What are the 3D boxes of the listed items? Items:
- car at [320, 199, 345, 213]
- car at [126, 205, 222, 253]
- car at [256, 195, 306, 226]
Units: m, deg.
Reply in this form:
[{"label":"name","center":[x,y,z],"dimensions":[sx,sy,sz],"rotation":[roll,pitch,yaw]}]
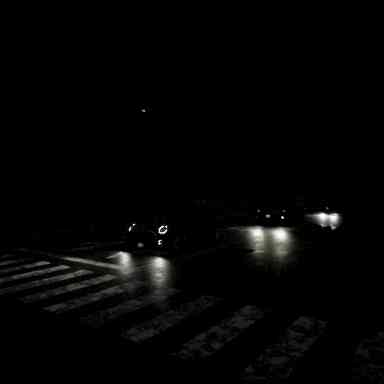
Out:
[{"label":"car","center":[15.799,1.514,37.331],"dimensions":[2.128,1.511,4.902],"rotation":[0,0,36]},{"label":"car","center":[-0.620,1.370,14.088],"dimensions":[2.097,1.767,4.553],"rotation":[0,0,35]},{"label":"car","center":[6.647,1.233,24.406],"dimensions":[2.150,2.045,5.566],"rotation":[0,0,35]}]
